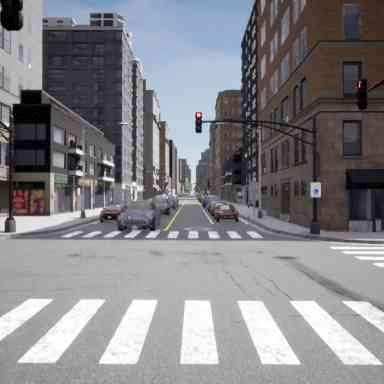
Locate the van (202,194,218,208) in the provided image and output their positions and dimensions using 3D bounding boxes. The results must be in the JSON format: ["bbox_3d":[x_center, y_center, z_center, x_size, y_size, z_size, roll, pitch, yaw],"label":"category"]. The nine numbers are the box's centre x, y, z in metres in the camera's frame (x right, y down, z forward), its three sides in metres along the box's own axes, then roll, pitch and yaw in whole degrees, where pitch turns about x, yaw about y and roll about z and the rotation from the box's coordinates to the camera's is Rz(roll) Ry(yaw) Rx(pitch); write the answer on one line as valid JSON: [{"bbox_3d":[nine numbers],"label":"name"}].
[{"bbox_3d":[2.604,1.353,43.008,1.690,1.788,3.998,1,0,0],"label":"van"}]

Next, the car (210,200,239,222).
[{"bbox_3d":[2.631,1.588,25.988,1.802,1.307,4.206,1,0,0],"label":"car"}]

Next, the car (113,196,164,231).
[{"bbox_3d":[-3.132,1.357,20.358,2.097,1.767,4.553,0,0,0],"label":"car"}]

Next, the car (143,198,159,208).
[{"bbox_3d":[-5.934,1.597,48.674,1.802,1.307,4.206,1,0,0],"label":"car"}]

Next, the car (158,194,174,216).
[{"bbox_3d":[-3.153,1.359,32.279,2.097,1.767,4.553,0,0,0],"label":"car"}]

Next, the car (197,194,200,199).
[{"bbox_3d":[2.552,1.594,71.374,1.947,1.339,4.313,1,0,0],"label":"car"}]

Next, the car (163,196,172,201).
[{"bbox_3d":[-5.993,1.601,82.711,1.947,1.339,4.313,1,0,0],"label":"car"}]

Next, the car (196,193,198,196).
[{"bbox_3d":[2.535,1.350,82.722,2.192,1.841,5.009,1,0,0],"label":"car"}]

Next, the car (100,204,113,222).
[{"bbox_3d":[-5.894,1.551,25.982,1.887,1.381,4.507,1,0,0],"label":"car"}]

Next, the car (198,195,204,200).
[{"bbox_3d":[2.514,1.566,94.238,1.752,1.417,4.829,1,0,0],"label":"car"}]

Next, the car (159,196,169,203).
[{"bbox_3d":[-5.973,1.610,71.365,1.802,1.307,4.206,1,0,0],"label":"car"}]

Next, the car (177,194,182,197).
[{"bbox_3d":[-3.146,1.509,54.075,2.128,1.511,4.902,0,0,0],"label":"car"}]

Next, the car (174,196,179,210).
[{"bbox_3d":[-3.163,1.576,43.412,1.994,1.385,4.181,0,0,0],"label":"car"}]

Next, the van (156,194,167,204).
[{"bbox_3d":[-5.961,1.366,65.692,1.690,1.788,3.998,1,0,0],"label":"van"}]

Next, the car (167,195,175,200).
[{"bbox_3d":[-6.012,1.586,94.056,1.887,1.381,4.507,1,0,0],"label":"car"}]

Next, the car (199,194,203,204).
[{"bbox_3d":[2.595,1.330,48.681,2.192,1.841,5.009,1,0,0],"label":"car"}]

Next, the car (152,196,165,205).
[{"bbox_3d":[-5.952,1.461,60.019,1.967,1.590,4.097,1,0,0],"label":"car"}]

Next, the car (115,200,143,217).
[{"bbox_3d":[-5.904,1.552,31.655,1.887,1.381,4.507,1,0,0],"label":"car"}]

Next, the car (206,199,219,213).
[{"bbox_3d":[2.621,1.590,31.661,1.802,1.307,4.206,1,0,0],"label":"car"}]

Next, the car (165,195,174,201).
[{"bbox_3d":[-6.003,1.604,88.384,1.947,1.339,4.313,1,0,0],"label":"car"}]

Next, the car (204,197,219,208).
[{"bbox_3d":[2.611,1.592,37.335,1.802,1.307,4.206,1,0,0],"label":"car"}]

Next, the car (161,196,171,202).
[{"bbox_3d":[-5.983,1.582,77.038,2.008,1.369,4.403,1,0,0],"label":"car"}]
